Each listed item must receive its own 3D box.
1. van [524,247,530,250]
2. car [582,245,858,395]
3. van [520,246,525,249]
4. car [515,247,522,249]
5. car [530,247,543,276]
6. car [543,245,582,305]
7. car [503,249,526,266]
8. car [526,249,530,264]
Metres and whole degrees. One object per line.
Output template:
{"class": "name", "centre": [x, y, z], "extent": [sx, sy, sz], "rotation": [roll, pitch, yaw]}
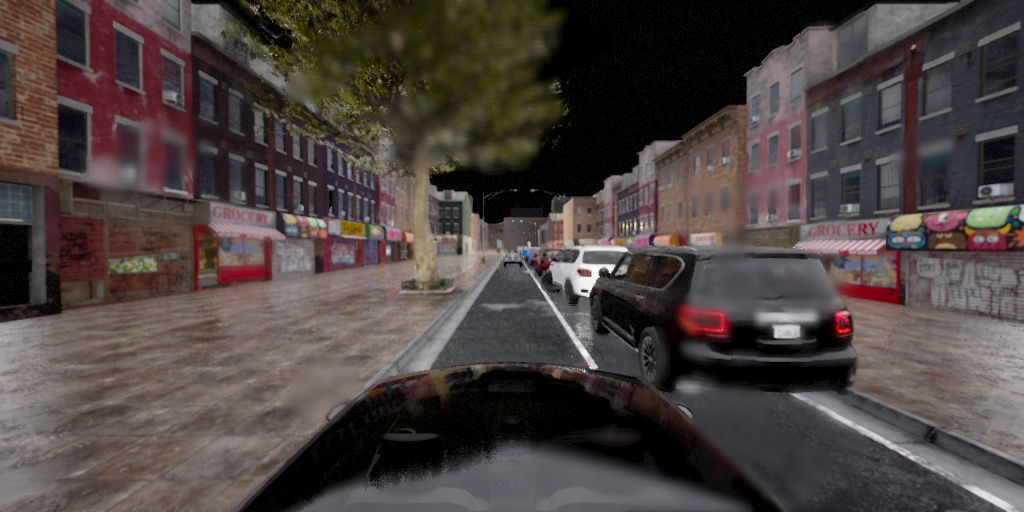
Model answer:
{"class": "van", "centre": [2.648, -0.109, 41.276], "extent": [1.690, 1.789, 3.998], "rotation": [0, 0, 0]}
{"class": "car", "centre": [2.983, 0.831, 6.567], "extent": [2.150, 2.045, 5.566], "rotation": [0, 2, 0]}
{"class": "van", "centre": [2.654, -0.773, 63.427], "extent": [1.690, 1.789, 3.998], "rotation": [0, 0, 0]}
{"class": "car", "centre": [0.066, -0.153, 50.123], "extent": [1.994, 1.385, 4.181], "rotation": [0, 2, 0]}
{"class": "car", "centre": [2.644, 0.369, 24.660], "extent": [2.192, 1.841, 5.009], "rotation": [0, 0, 0]}
{"class": "car", "centre": [2.844, 0.604, 13.850], "extent": [2.150, 2.045, 5.566], "rotation": [0, 2, -5]}
{"class": "car", "centre": [0.097, 0.258, 35.987], "extent": [2.033, 1.411, 5.357], "rotation": [0, 2, 0]}
{"class": "car", "centre": [2.647, 0.264, 35.737], "extent": [1.888, 1.381, 4.507], "rotation": [0, 0, 0]}
